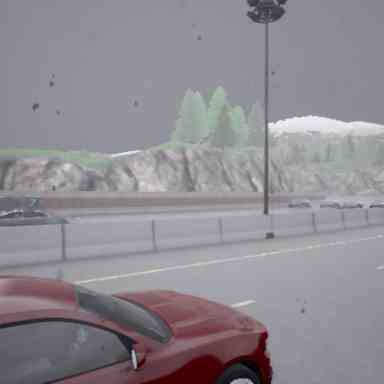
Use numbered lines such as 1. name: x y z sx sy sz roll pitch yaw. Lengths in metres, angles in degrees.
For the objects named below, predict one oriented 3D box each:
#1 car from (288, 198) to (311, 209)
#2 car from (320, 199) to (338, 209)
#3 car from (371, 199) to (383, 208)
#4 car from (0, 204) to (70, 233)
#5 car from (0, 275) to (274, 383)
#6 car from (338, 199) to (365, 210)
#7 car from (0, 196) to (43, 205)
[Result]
1. car: 15.903 1.688 48.978 1.837 1.490 4.892 0 0 43
2. car: 20.254 1.724 48.515 1.812 1.442 4.674 0 0 42
3. car: 24.630 1.676 42.961 1.882 1.535 5.008 0 0 43
4. car: -8.218 1.501 15.333 4.902 1.511 2.128 0 0 -36
5. car: -1.462 1.479 2.705 5.008 1.535 1.882 0 0 -35
6. car: 21.847 1.720 45.093 1.812 1.442 4.674 0 0 43
7. car: -10.766 1.228 17.807 5.566 2.045 2.150 0 0 -35
